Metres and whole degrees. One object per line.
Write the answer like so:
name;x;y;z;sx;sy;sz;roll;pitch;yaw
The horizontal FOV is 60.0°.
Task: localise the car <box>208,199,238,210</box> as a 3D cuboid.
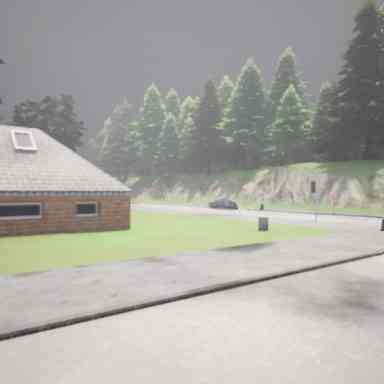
car;3.895;1.563;42.468;1.994;1.385;4.181;0;0;-35
